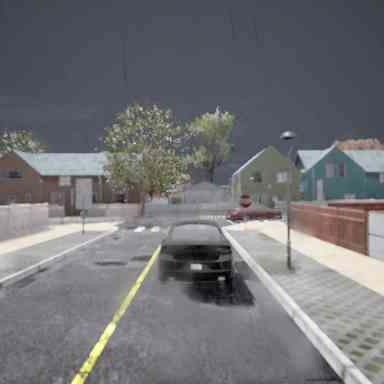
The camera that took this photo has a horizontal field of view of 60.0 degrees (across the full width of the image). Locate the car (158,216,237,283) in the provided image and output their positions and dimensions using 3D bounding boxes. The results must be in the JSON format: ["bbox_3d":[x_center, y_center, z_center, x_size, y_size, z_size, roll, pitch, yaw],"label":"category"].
[{"bbox_3d":[0.099,1.585,10.060,1.882,1.535,5.008,0,-1,0],"label":"car"}]

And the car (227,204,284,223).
[{"bbox_3d":[5.025,1.702,26.442,4.674,1.442,1.812,-1,-3,-21],"label":"car"}]
